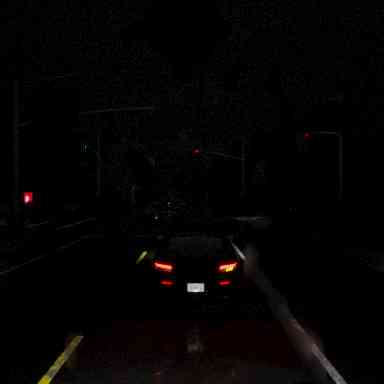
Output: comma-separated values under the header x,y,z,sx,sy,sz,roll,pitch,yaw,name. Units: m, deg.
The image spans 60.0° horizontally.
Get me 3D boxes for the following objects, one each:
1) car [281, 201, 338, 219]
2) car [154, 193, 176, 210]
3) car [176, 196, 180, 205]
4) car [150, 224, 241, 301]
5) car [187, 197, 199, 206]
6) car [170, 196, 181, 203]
x,y,z,sx,sy,sz,roll,pitch,yaw,name
10.067,1.473,28.274,4.902,1.511,2.128,0,0,-5,car
-3.546,1.352,42.395,2.097,1.767,4.553,0,0,0,car
-3.528,1.216,54.151,2.150,2.045,5.566,0,1,0,car
0.082,1.526,8.183,1.812,1.442,4.674,0,0,0,car
0.164,1.491,54.841,2.128,1.511,4.902,0,0,0,car
-3.419,1.511,69.216,2.128,1.511,4.902,0,0,0,car
